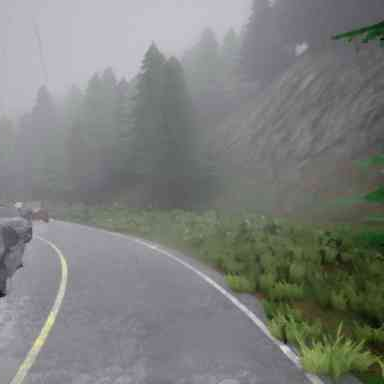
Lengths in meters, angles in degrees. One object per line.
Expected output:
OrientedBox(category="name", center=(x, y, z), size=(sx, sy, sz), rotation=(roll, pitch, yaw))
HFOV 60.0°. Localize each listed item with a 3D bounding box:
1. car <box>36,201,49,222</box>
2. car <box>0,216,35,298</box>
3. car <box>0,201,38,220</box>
OrientedBox(category="car", center=(-13.060, 1.469, 26.246), size=(2.097, 1.767, 4.553), rotation=(-1, 0, -43))
OrientedBox(category="car", center=(-5.485, 1.600, 8.541), size=(2.033, 1.411, 5.357), rotation=(-1, 0, -20))
OrientedBox(category="car", center=(-9.032, 1.436, 15.702), size=(2.097, 1.767, 4.553), rotation=(-1, 0, -37))
